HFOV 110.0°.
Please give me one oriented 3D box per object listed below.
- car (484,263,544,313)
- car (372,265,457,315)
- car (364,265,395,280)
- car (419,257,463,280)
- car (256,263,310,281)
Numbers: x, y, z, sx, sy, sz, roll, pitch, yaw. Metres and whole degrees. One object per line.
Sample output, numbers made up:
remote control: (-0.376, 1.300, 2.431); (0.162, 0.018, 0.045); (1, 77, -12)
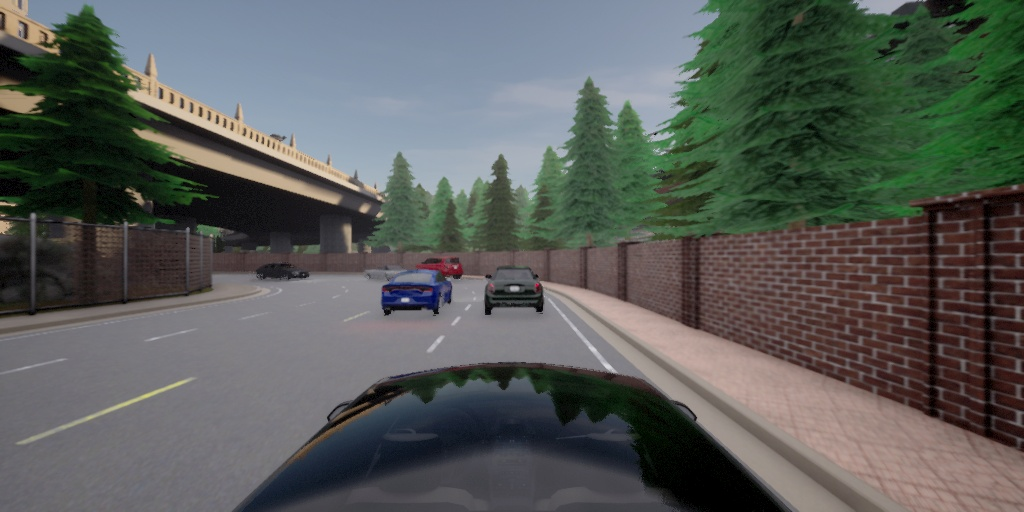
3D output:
car: (0.007, 1.149, 14.321); (2.097, 1.767, 4.553); (0, 0, -2)
car: (-3.476, 1.273, 13.854); (1.882, 1.535, 5.008); (0, -1, -2)
car: (-10.787, 1.459, 30.986); (4.718, 1.301, 1.895); (0, 0, 40)
car: (-6.667, 1.084, 32.141); (2.150, 2.045, 5.566); (1, -1, -45)
car: (-20.110, 1.365, 31.438); (4.892, 1.490, 1.837); (0, -1, 19)
